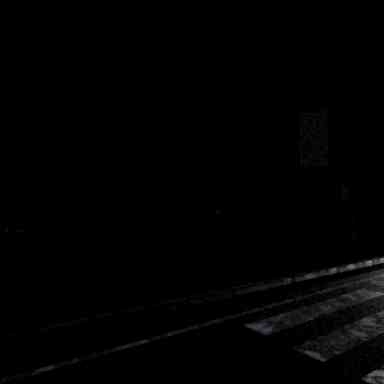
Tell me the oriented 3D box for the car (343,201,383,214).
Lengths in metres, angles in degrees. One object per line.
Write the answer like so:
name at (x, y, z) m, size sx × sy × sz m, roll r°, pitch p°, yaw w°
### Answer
car at (21.371, 1.999, 41.676) m, size 2.002 × 1.452 × 4.674 m, roll 1°, pitch 0°, yaw -35°

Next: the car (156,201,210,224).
car at (-1.047, 1.632, 25.743) m, size 2.002 × 1.452 × 4.674 m, roll 1°, pitch -1°, yaw -36°

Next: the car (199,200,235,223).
car at (1.499, 1.507, 27.637) m, size 2.185 × 1.767 × 4.553 m, roll 1°, pitch 0°, yaw -36°
